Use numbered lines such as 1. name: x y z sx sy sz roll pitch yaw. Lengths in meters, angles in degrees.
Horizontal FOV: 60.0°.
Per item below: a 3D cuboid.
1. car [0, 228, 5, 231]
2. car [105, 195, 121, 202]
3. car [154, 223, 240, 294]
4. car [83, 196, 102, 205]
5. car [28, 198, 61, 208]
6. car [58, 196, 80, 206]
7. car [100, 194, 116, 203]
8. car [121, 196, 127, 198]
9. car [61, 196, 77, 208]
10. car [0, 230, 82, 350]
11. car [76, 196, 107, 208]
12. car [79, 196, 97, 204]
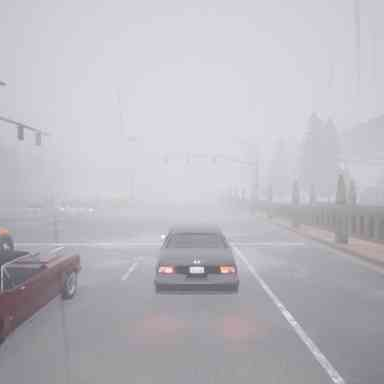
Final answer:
1. car: -6.911 1.352 9.116 2.097 1.767 4.553 0 0 0
2. car: -14.147 1.601 57.310 1.895 1.301 4.718 0 0 0
3. car: 0.089 1.547 8.910 2.033 1.411 5.357 0 0 0
4. car: -17.638 1.478 59.395 1.882 1.535 5.008 0 0 0
5. car: -21.157 1.547 47.347 2.033 1.411 5.357 0 0 0
6. car: -21.143 1.478 57.218 1.882 1.535 5.008 0 0 0
7. car: -17.587 1.355 69.694 2.097 1.767 4.553 0 0 0
8. car: -14.086 1.491 67.754 2.128 1.511 4.902 0 0 0
9. car: -17.641 1.526 49.360 1.812 1.442 4.674 0 0 0
10. car: -3.406 1.601 5.453 1.895 1.301 4.718 0 0 0
11. car: -14.157 1.547 47.238 2.033 1.411 5.357 0 0 0
12. car: -21.085 1.525 67.558 2.128 1.511 4.902 0 0 0
